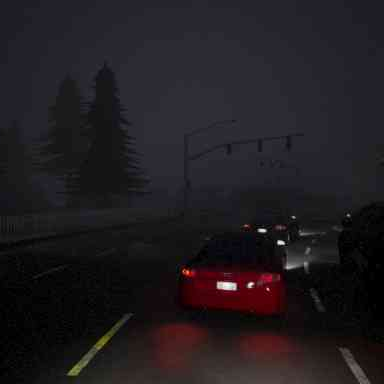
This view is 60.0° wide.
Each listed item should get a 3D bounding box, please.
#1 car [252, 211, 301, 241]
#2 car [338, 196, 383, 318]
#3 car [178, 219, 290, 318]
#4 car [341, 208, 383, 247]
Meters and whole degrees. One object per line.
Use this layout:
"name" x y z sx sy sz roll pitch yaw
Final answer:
"car" 3.780 1.564 15.549 1.994 1.385 4.181 0 0 26
"car" 4.701 1.221 7.219 2.150 2.045 5.566 0 0 15
"car" 1.123 1.564 7.577 1.994 1.385 4.181 0 0 15
"car" 8.359 1.564 15.812 1.994 1.385 4.181 0 0 28
